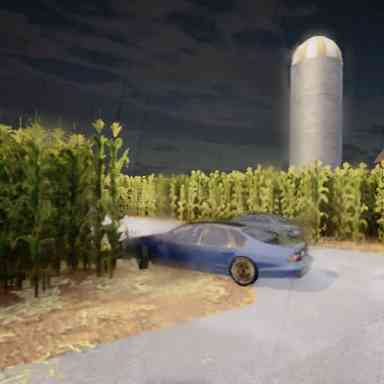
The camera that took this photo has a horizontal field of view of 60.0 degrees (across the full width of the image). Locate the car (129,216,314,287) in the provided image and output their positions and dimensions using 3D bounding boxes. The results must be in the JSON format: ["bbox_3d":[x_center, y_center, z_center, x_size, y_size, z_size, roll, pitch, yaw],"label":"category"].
[{"bbox_3d":[0.460,1.499,9.171,5.357,1.411,2.033,1,0,29],"label":"car"}]

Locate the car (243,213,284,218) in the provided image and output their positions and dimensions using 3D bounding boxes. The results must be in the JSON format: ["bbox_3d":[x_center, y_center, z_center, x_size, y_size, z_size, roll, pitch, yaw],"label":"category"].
[{"bbox_3d":[2.964,1.629,15.208,1.994,1.385,4.181,1,-1,-44],"label":"car"}]
